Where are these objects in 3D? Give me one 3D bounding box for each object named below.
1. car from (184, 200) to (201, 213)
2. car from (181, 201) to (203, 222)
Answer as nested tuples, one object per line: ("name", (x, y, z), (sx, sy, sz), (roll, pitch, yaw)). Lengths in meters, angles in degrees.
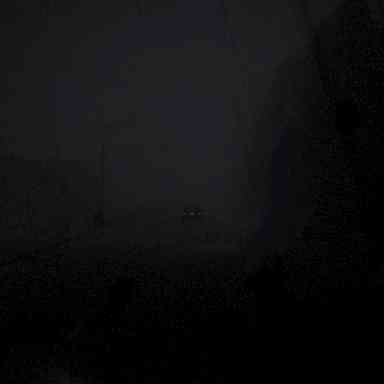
("car", (0.059, 1.923, 44.253), (2.128, 1.511, 4.902), (0, 0, 1))
("car", (0.014, 1.835, 29.388), (2.033, 1.411, 5.357), (0, -1, 0))
